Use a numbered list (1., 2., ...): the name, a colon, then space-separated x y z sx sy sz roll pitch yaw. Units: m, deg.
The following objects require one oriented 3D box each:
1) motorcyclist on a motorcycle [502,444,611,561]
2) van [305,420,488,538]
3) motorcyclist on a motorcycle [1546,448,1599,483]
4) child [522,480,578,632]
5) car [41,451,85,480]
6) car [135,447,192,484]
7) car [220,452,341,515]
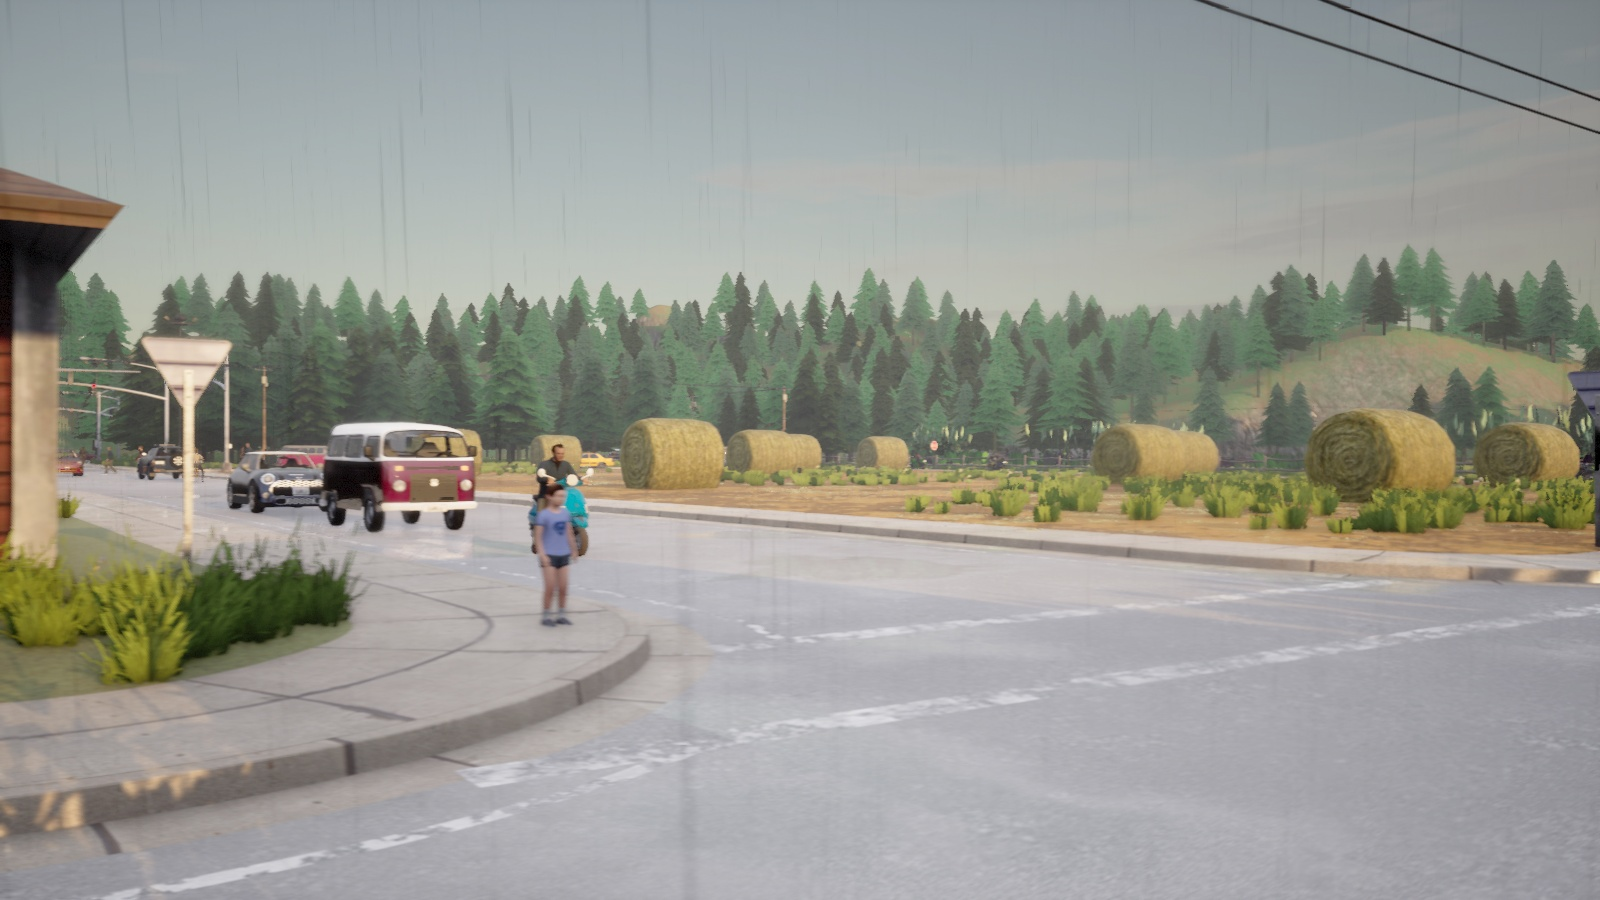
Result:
1. motorcyclist on a motorcycle: -3.530 0.722 18.116 0.866 1.590 1.817 0 0 -36
2. van: -7.839 0.516 24.112 2.069 2.038 4.480 0 0 -36
3. motorcyclist on a motorcycle: 36.890 0.713 59.687 0.766 1.649 2.350 0 0 -32
4. child: -1.897 0.787 9.511 0.255 1.110 0.394 0 0 -41
5. car: -42.337 0.873 72.113 1.851 1.617 3.988 0 -1 -36
6. car: -33.116 0.763 65.281 1.932 1.855 4.605 0 0 -36
7. car: -12.997 0.786 31.289 1.970 1.475 3.806 0 0 -36
